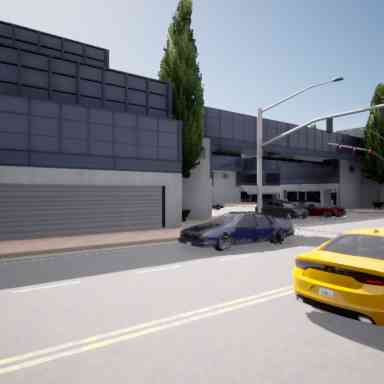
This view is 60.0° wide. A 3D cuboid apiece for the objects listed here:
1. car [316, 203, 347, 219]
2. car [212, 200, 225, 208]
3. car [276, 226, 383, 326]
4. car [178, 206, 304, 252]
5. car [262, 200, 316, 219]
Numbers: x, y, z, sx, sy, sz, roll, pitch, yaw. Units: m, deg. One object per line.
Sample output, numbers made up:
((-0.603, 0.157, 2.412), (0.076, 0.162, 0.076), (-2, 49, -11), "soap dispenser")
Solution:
((11.032, 1.601, 29.349), (1.895, 1.301, 4.718), (0, 0, -37), "car")
((1.702, 1.547, 41.787), (2.033, 1.411, 5.357), (0, 0, -37), "car")
((4.187, 1.478, 6.829), (5.008, 1.535, 1.882), (0, 0, -36), "car")
((2.063, 1.547, 14.059), (5.357, 1.411, 2.033), (0, 0, -35), "car")
((7.572, 1.504, 28.028), (1.837, 1.490, 4.892), (0, 0, -35), "car")
